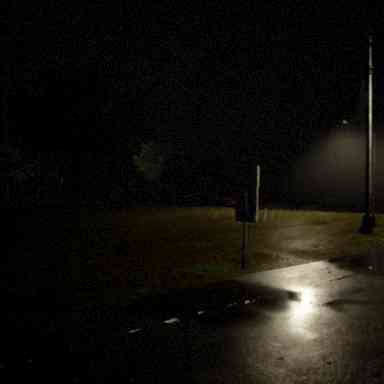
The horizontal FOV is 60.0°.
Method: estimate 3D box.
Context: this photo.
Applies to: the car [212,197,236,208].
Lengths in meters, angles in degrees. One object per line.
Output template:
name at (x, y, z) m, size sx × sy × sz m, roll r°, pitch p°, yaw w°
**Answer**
car at (4.912, 1.480, 47.752) m, size 1.882 × 1.535 × 5.008 m, roll 4°, pitch -3°, yaw -35°
